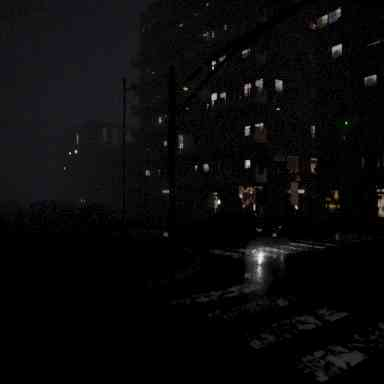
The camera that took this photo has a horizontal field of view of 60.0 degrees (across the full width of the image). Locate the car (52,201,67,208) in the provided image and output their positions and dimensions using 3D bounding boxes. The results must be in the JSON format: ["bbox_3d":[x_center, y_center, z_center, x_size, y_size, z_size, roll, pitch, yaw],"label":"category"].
[{"bbox_3d":[-26.547,2.461,66.606,1.887,1.381,4.507,-1,0,-35],"label":"car"}]

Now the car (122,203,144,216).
[{"bbox_3d":[-7.423,2.005,39.764,1.752,1.417,4.829,-1,0,-35],"label":"car"}]

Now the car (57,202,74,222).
[{"bbox_3d":[-10.636,1.933,30.691,1.752,1.417,4.829,-1,0,-35],"label":"car"}]

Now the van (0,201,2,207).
[{"bbox_3d":[-39.589,2.411,71.328,1.690,1.788,3.998,-1,0,-35],"label":"van"}]

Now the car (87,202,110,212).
[{"bbox_3d":[-13.731,2.190,48.618,1.947,1.339,4.313,-1,0,-35],"label":"car"}]

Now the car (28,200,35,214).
[{"bbox_3d":[-20.353,2.072,44.329,1.967,1.590,4.097,-1,0,-35],"label":"car"}]

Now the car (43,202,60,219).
[{"bbox_3d":[-13.939,2.035,35.329,2.008,1.369,4.403,-1,0,-35],"label":"car"}]

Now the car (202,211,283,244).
[{"bbox_3d":[2.373,1.688,16.874,1.812,1.442,4.674,0,-1,-35],"label":"car"}]

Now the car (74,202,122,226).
[{"bbox_3d":[-7.530,1.776,26.330,1.967,1.590,4.097,-1,0,-35],"label":"car"}]

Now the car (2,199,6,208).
[{"bbox_3d":[-36.380,2.542,66.828,1.887,1.381,4.507,-1,0,-35],"label":"car"}]

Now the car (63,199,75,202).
[{"bbox_3d":[-23.347,2.159,62.109,2.192,1.841,5.009,-1,0,-35],"label":"car"}]

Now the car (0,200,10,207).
[{"bbox_3d":[-42.693,2.665,75.688,1.752,1.417,4.829,-1,0,-35],"label":"car"}]

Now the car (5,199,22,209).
[{"bbox_3d":[-33.176,2.364,62.328,1.967,1.590,4.097,-1,0,-35],"label":"car"}]

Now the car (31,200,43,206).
[{"bbox_3d":[-39.361,2.772,84.593,1.947,1.339,4.313,-1,0,-35],"label":"car"}]

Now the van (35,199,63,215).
[{"bbox_3d":[-17.149,1.900,39.830,1.690,1.788,3.998,-1,0,-35],"label":"van"}]
